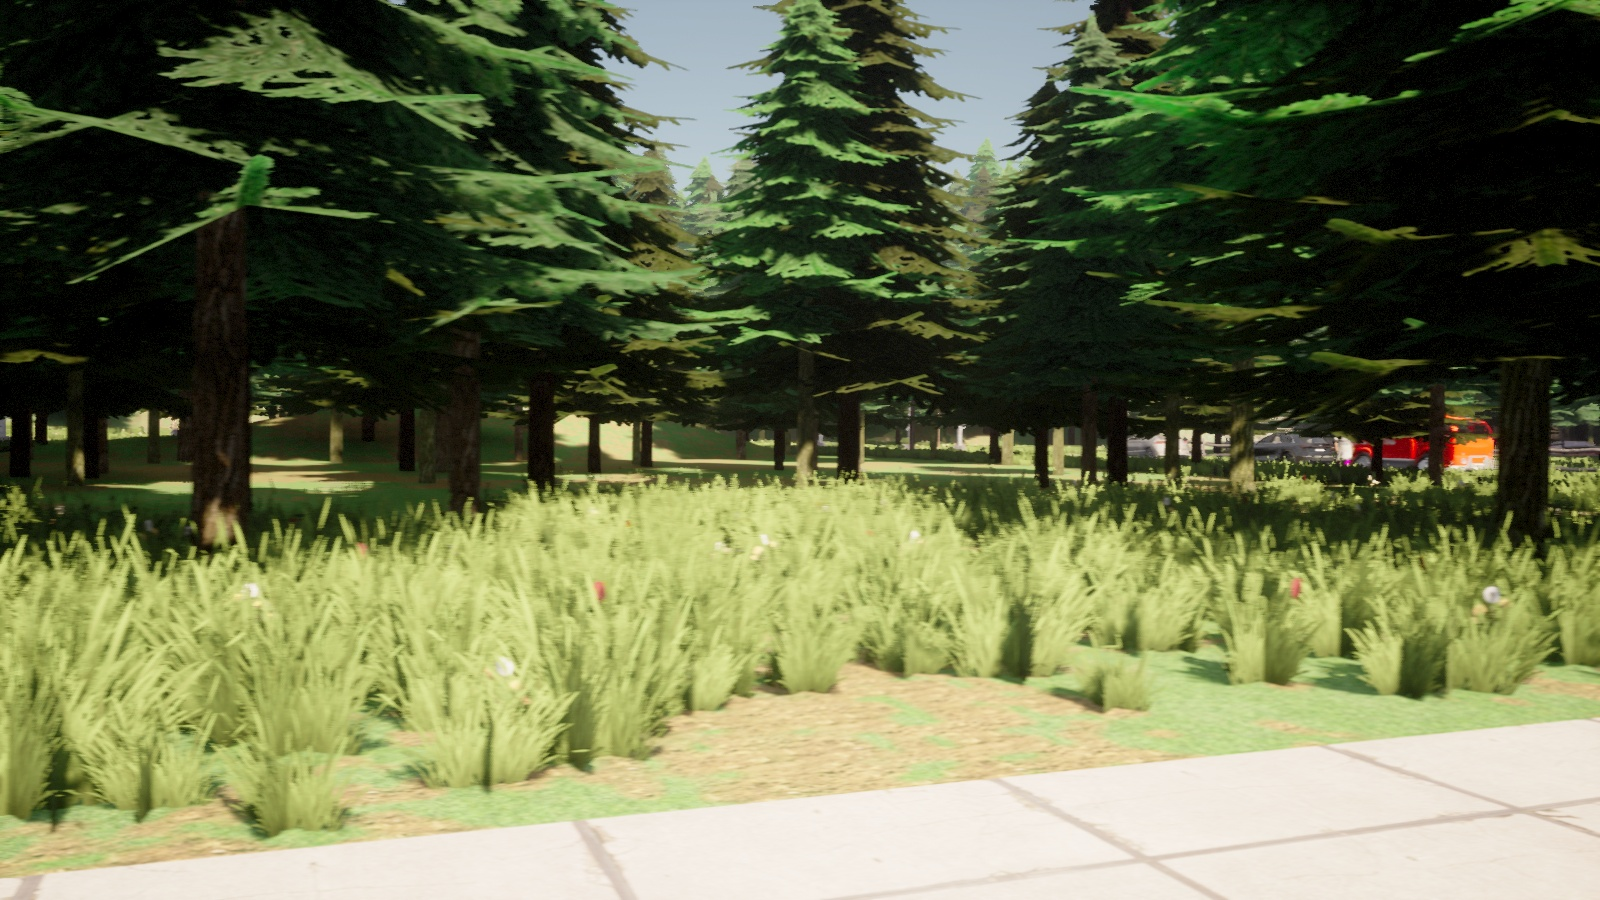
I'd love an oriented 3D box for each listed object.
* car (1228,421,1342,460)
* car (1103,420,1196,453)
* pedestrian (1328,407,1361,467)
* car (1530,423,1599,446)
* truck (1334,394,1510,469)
[{"bbox_3d":[21.436,-0.436,55.679,2.033,1.649,4.856,-1,1,-20],"label":"car"},{"bbox_3d":[18.050,-0.705,65.138,2.152,1.651,5.027,-1,1,-20],"label":"car"},{"bbox_3d":[18.054,-0.439,41.632,0.659,1.952,0.873,-1,1,-4],"label":"pedestrian"},{"bbox_3d":[49.834,-1.001,80.361,5.357,1.411,2.033,0,1,30],"label":"car"},{"bbox_3d":[21.786,-0.671,44.253,2.627,2.467,5.204,-1,1,-20],"label":"truck"}]
